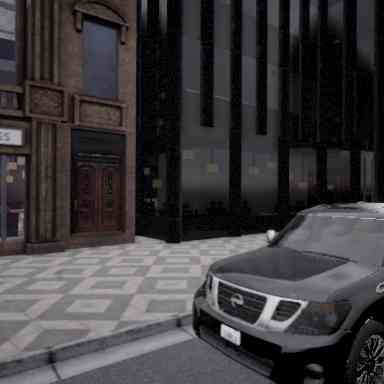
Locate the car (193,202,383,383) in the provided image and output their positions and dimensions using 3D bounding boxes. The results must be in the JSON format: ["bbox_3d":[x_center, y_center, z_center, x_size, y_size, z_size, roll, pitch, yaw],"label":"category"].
[{"bbox_3d":[2.673,1.222,5.288,5.566,2.045,2.150,0,0,-36],"label":"car"}]
